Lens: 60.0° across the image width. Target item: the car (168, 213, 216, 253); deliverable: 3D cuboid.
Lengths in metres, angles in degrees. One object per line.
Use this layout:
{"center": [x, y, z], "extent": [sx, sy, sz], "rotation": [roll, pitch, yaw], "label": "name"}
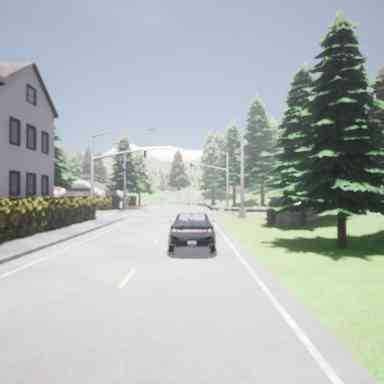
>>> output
{"center": [0.007, 1.626, 14.290], "extent": [2.128, 1.511, 4.902], "rotation": [0, 0, 0], "label": "car"}
